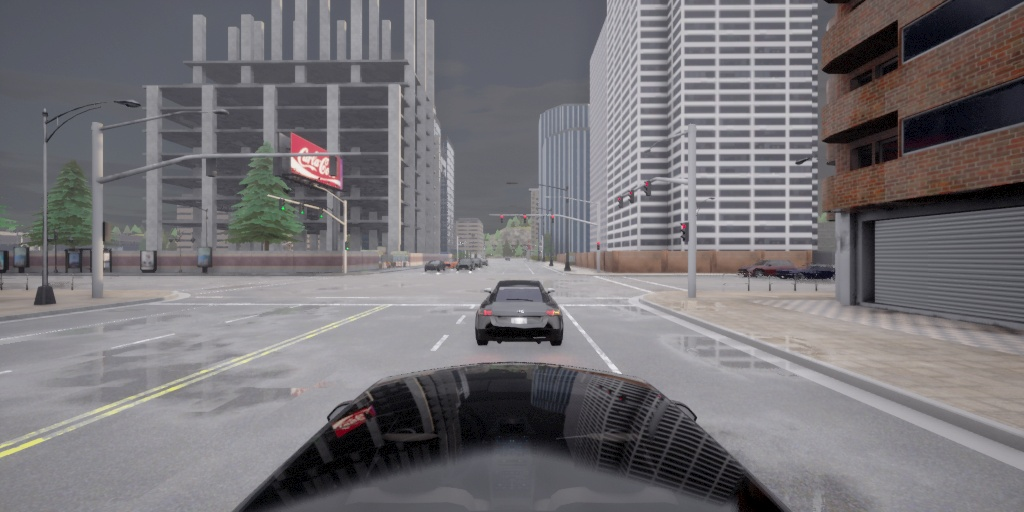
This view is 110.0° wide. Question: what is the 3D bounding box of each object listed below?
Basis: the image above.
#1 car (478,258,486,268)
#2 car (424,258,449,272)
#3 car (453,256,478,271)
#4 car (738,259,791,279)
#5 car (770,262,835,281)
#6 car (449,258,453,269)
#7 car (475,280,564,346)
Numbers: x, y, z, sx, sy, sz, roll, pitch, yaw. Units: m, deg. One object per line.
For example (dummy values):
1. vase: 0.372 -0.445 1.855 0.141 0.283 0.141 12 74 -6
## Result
1. car: -6.056 1.102 59.031 2.097 1.767 4.553 0 0 1
2. car: -9.811 1.228 45.995 1.882 1.535 5.008 0 0 1
3. car: -6.253 1.102 48.848 2.097 1.767 4.553 0 0 1
4. car: 22.955 1.102 32.255 4.553 1.767 2.097 0 0 1
5. car: 23.929 1.351 28.744 4.718 1.301 1.895 0 0 1
6. car: -9.640 1.102 55.026 2.097 1.767 4.553 0 0 1
7. car: 0.194 1.314 9.452 1.994 1.385 4.181 0 0 1
